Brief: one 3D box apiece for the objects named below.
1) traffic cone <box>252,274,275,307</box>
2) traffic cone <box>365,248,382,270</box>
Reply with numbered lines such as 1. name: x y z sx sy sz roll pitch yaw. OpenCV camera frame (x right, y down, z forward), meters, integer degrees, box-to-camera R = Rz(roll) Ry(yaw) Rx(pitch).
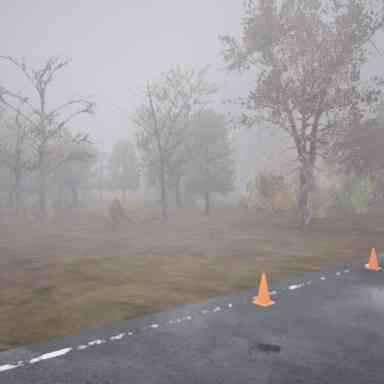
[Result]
1. traffic cone: 1.452 1.951 6.728 0.340 0.580 0.340 0 0 -37
2. traffic cone: 5.332 1.949 9.770 0.340 0.580 0.340 0 0 -39
